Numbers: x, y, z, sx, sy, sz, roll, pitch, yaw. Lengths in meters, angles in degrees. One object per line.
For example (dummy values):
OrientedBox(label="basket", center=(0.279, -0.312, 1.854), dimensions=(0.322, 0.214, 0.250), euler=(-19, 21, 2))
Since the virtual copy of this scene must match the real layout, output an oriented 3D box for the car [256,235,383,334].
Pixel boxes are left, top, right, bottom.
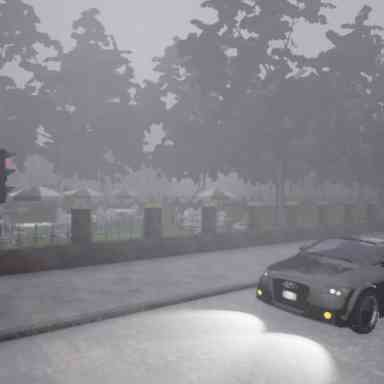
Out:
OrientedBox(label="car", center=(3.325, 1.632, 6.917), dimensions=(4.181, 1.385, 1.994), euler=(1, 0, -35))
